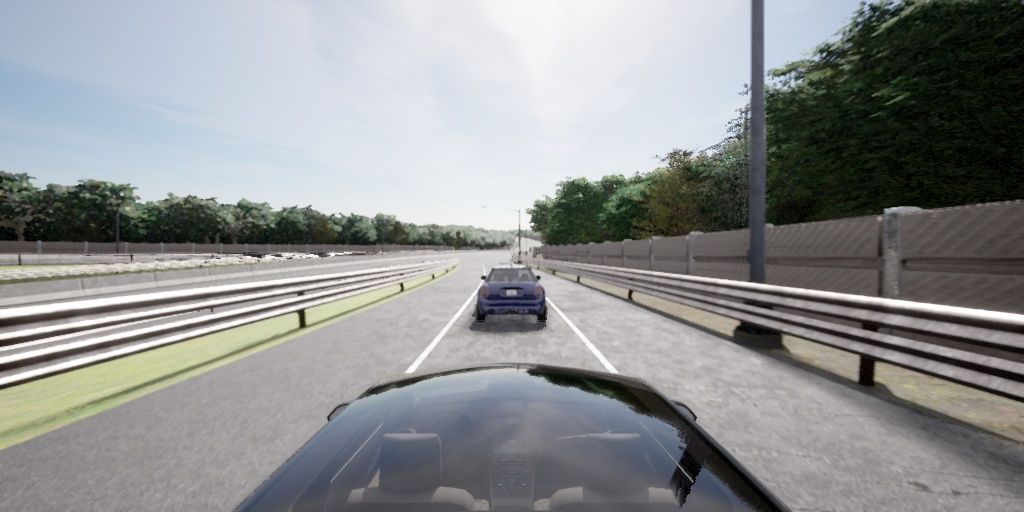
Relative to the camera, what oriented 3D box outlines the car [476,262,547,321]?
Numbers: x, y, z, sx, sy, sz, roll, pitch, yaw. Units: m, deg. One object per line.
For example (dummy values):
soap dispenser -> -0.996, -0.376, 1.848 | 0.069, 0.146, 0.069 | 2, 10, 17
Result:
car -> -0.037, 1.074, 12.462 | 2.097, 1.767, 4.553 | 0, 0, -1
